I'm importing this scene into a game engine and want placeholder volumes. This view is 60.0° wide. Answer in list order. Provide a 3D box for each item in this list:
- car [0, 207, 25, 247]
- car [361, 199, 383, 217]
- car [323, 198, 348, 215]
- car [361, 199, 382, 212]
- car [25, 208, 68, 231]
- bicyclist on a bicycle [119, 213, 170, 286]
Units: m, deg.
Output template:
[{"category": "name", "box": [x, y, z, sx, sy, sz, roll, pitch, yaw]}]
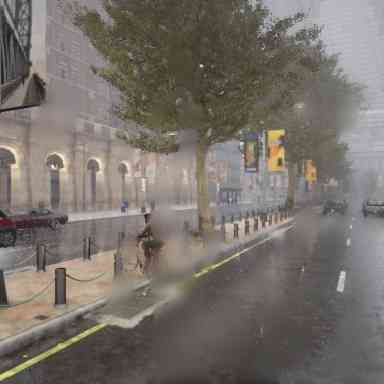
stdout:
[{"category": "car", "box": [-9.098, 1.352, 12.466, 2.097, 1.767, 4.553, 0, 0, 27]}, {"category": "car", "box": [16.967, 1.492, 30.915, 2.128, 1.511, 4.902, 0, 0, 27]}, {"category": "car", "box": [14.374, 1.505, 33.542, 1.837, 1.490, 4.892, 0, 0, 27]}, {"category": "car", "box": [21.304, 1.547, 39.640, 2.033, 1.411, 5.357, 0, 0, 27]}, {"category": "car", "box": [-9.455, 1.595, 18.837, 1.895, 1.301, 4.718, 0, 0, 26]}, {"category": "bicyclist on a bicycle", "box": [-1.120, 1.368, 8.258, 1.656, 1.620, 0.582, 14, 2, 28]}]
